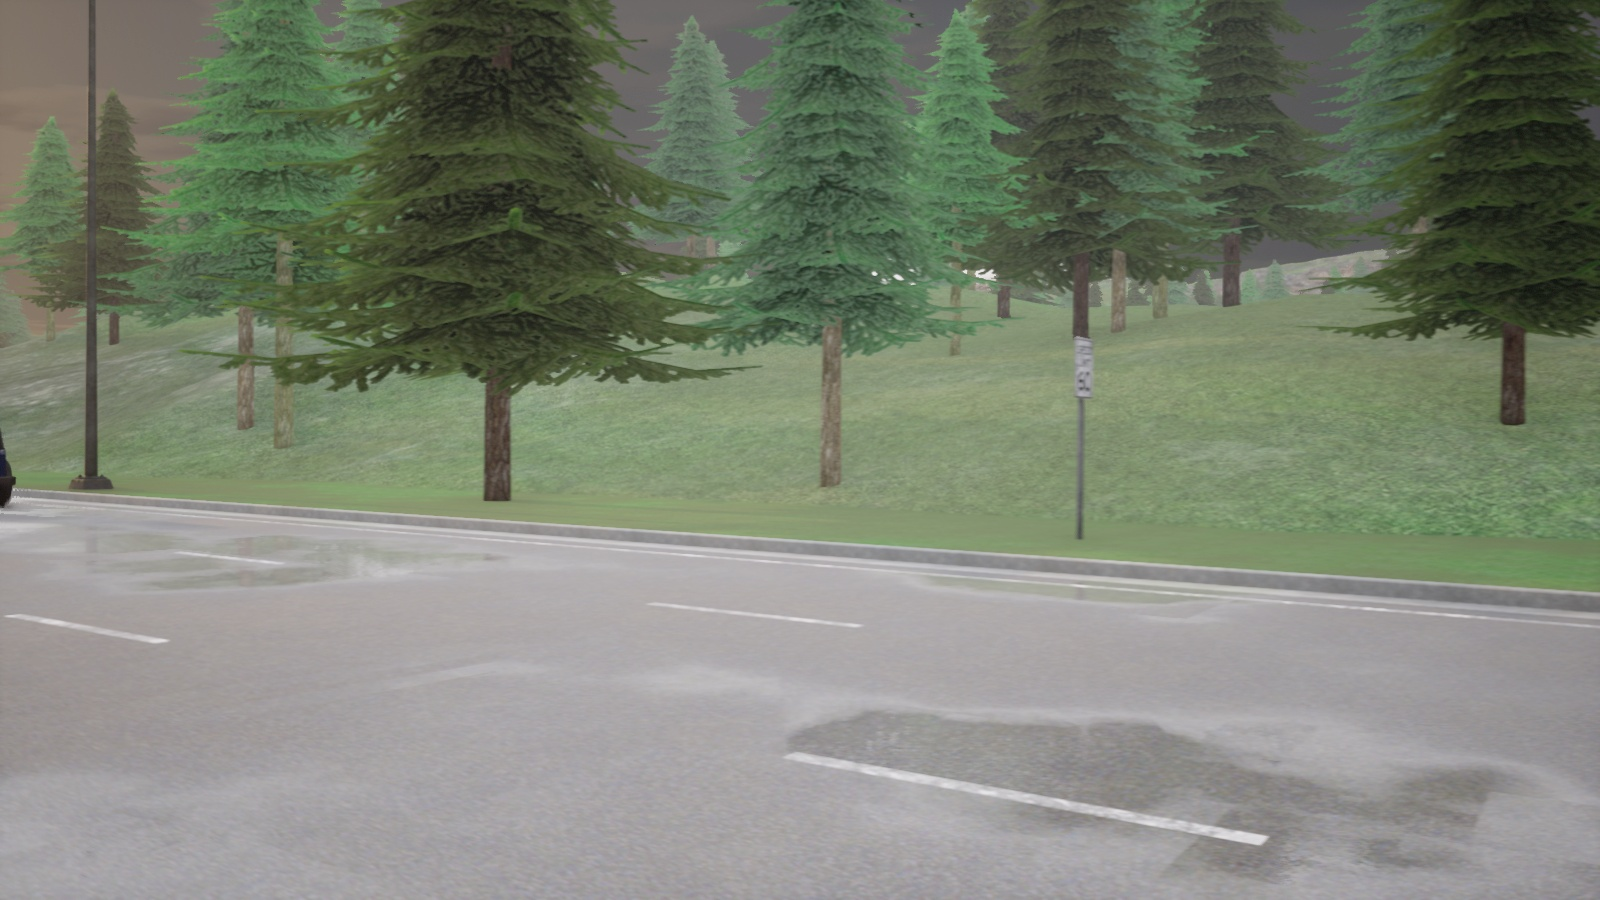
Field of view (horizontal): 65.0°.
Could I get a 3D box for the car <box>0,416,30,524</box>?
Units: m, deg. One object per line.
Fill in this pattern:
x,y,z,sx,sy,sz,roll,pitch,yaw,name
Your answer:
-15.793,0.363,22.515,3.866,1.878,1.905,0,1,34,car
